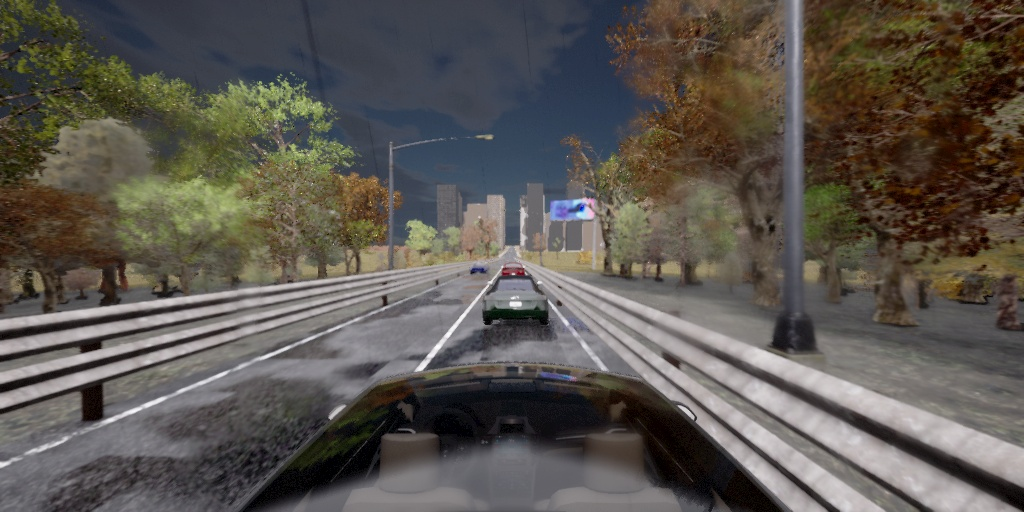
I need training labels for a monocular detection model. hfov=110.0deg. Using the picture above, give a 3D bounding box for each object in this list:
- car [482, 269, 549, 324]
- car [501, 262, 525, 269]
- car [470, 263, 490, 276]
[{"bbox_3d":[0.101,1.317,12.032,1.994,1.385,4.181,0,0,0],"label":"car"},{"bbox_3d":[0.097,1.242,30.288,1.882,1.535,5.008,0,0,0],"label":"car"},{"bbox_3d":[-3.354,1.369,37.828,1.895,1.301,4.718,0,0,0],"label":"car"}]
